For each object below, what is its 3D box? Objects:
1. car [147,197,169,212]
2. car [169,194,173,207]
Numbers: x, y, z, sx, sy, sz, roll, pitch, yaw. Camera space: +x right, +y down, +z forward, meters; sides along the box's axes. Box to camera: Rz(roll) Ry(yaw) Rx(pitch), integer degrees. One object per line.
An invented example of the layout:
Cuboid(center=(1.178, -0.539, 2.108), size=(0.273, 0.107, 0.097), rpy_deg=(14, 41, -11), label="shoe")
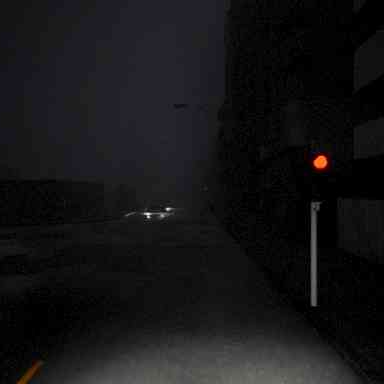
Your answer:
Cuboid(center=(-4.158, 1.478, 39.535), size=(1.882, 1.535, 5.008), rpy_deg=(0, 0, 0), label="car")
Cuboid(center=(-4.142, 1.505, 49.562), size=(1.837, 1.490, 4.892), rpy_deg=(0, 0, 1), label="car")
